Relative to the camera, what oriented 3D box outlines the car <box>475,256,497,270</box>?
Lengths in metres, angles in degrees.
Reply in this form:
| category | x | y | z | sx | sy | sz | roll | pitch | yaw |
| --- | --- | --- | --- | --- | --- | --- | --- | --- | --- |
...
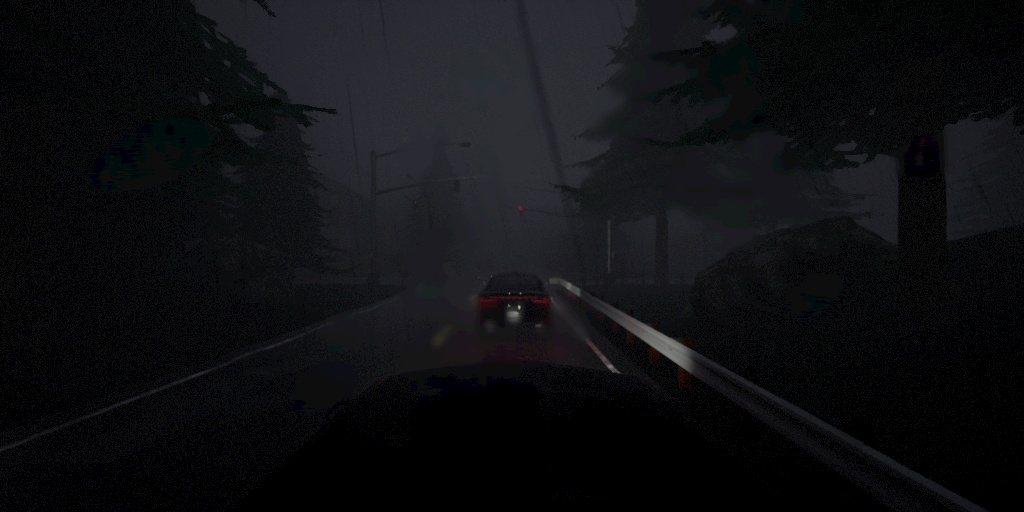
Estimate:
| category | x | y | z | sx | sy | sz | roll | pitch | yaw |
| --- | --- | --- | --- | --- | --- | --- | --- | --- | --- |
| car | -3.363 | 1.058 | 46.992 | 1.882 | 1.535 | 5.008 | 0 | 0 | 0 |

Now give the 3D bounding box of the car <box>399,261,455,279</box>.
| category | x | y | z | sx | sy | sz | roll | pitch | yaw |
| --- | --- | --- | --- | --- | --- | --- | --- | --- | --- |
| car | -7.044 | 1.159 | 29.876 | 4.674 | 1.442 | 1.812 | 0 | -1 | 14 |

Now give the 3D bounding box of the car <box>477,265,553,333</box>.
| category | x | y | z | sx | sy | sz | roll | pitch | yaw |
| --- | --- | --- | --- | --- | --- | --- | --- | --- | --- |
| car | 0.097 | 1.194 | 10.694 | 1.882 | 1.535 | 5.008 | 0 | 0 | 1 |
